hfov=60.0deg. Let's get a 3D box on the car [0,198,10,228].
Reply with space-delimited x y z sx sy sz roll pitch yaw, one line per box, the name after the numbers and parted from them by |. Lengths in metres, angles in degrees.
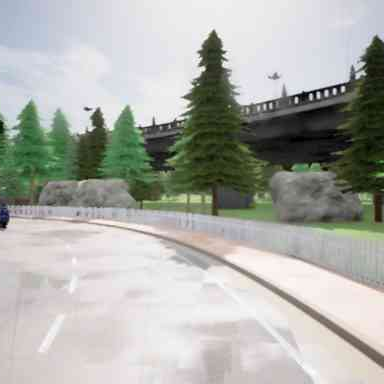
-14.482 1.449 22.831 5.566 2.045 2.150 -1 -1 42 | car
